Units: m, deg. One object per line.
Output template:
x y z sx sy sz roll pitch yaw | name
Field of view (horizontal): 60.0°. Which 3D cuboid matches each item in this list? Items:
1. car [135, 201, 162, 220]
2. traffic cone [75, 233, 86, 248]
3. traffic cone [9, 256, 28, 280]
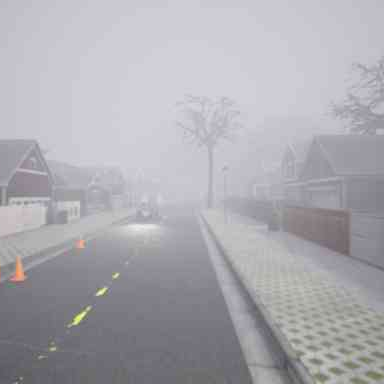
-3.693 1.563 28.761 2.128 1.511 4.902 0 0 -1 | car
-4.610 1.999 13.745 0.340 0.580 0.340 0 0 -1 | traffic cone
-4.550 1.986 8.745 0.340 0.580 0.340 0 0 -1 | traffic cone
